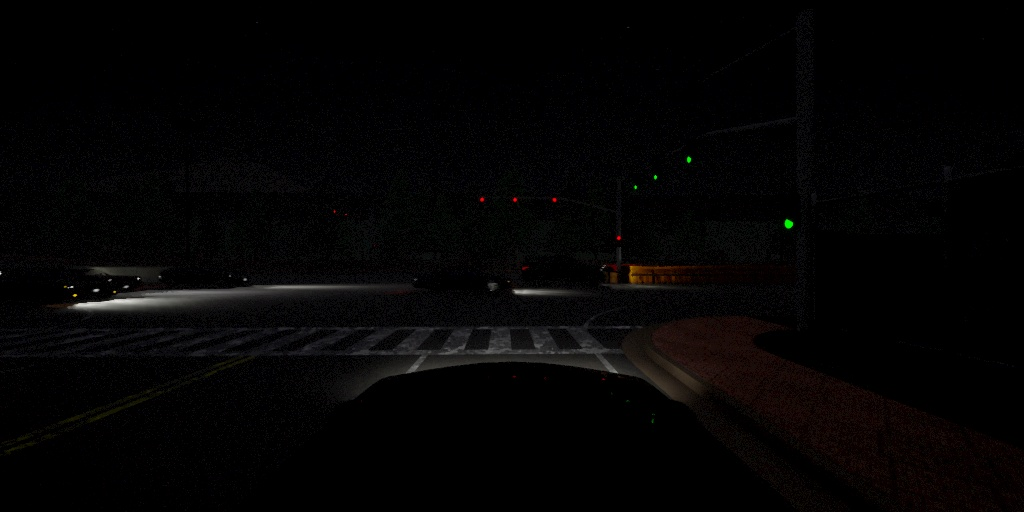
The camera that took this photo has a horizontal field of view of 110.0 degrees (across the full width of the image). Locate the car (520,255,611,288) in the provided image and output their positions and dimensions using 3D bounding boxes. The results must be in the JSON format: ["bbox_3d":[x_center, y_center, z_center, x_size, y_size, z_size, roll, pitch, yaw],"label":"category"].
[{"bbox_3d":[3.283,0.973,23.682,5.566,2.045,2.150,0,0,-2],"label":"car"}]

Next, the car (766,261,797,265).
[{"bbox_3d":[22.960,1.351,31.485,4.718,1.301,1.895,0,0,-2],"label":"car"}]

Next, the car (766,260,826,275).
[{"bbox_3d":[30.583,1.242,38.719,4.902,1.511,2.128,0,0,-2],"label":"car"}]

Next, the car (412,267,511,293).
[{"bbox_3d":[-2.724,1.297,19.977,5.357,1.411,2.033,0,0,-2],"label":"car"}]

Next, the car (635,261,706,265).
[{"bbox_3d":[13.705,1.255,31.196,4.892,1.490,1.837,0,0,-2],"label":"car"}]

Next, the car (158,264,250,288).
[{"bbox_3d":[-19.602,1.240,22.952,4.902,1.511,2.128,0,0,-2],"label":"car"}]

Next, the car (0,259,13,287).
[{"bbox_3d":[-35.099,1.028,22.476,4.553,1.767,2.097,1,0,-2],"label":"car"}]

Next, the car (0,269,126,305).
[{"bbox_3d":[-20.081,1.314,15.665,4.181,1.385,1.994,0,0,2],"label":"car"}]

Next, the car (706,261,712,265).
[{"bbox_3d":[16.349,1.276,34.779,4.674,1.442,1.812,0,0,-2],"label":"car"}]

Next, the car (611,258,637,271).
[{"bbox_3d":[11.415,1.102,38.128,4.553,1.767,2.097,0,0,-2],"label":"car"}]

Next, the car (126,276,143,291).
[{"bbox_3d":[-23.086,1.348,19.341,4.718,1.301,1.895,0,0,-2],"label":"car"}]

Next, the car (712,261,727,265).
[{"bbox_3d":[20.532,1.255,38.413,4.892,1.490,1.837,0,0,-2],"label":"car"}]
